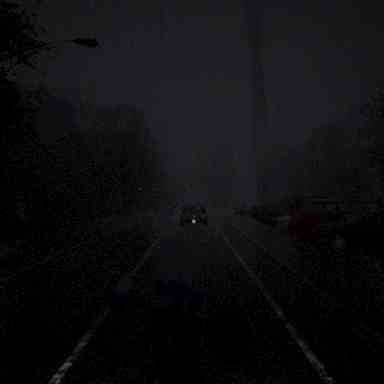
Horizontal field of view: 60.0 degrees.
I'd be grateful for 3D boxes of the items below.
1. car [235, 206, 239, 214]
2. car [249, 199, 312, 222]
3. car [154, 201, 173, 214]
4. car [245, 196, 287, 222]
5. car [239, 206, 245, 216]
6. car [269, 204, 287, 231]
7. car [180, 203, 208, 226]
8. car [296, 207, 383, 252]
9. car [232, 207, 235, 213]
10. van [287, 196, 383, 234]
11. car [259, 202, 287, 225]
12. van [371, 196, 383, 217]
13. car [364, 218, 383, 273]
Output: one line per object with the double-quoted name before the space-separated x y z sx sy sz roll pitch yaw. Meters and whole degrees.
"car" 7.115 1.636 32.755 4.892 1.521 2.231 0 -1 0
"car" 7.133 1.456 27.207 4.553 1.767 2.185 0 0 0
"car" -3.313 1.817 39.693 1.812 1.442 4.674 0 -1 0
"car" 7.070 1.313 24.436 5.566 2.045 2.435 0 0 0
"car" 7.112 1.604 29.983 5.008 1.535 2.097 0 0 0
"car" 7.093 1.575 18.883 4.674 1.452 2.002 0 0 0
"car" 0.119 1.686 24.309 1.895 1.301 4.718 0 0 0
"car" 7.088 1.505 13.330 5.008 1.535 2.097 0 0 0
"car" 6.927 1.670 35.524 5.366 1.575 1.946 0 -1 0
"van" 7.203 1.294 16.108 4.442 1.987 1.878 0 0 0
"car" 7.124 1.579 21.658 4.792 1.488 2.163 0 0 0
"van" 20.306 1.407 32.637 4.442 1.987 1.878 0 -1 0
"car" 7.045 1.505 7.779 4.792 1.488 2.163 0 0 0
